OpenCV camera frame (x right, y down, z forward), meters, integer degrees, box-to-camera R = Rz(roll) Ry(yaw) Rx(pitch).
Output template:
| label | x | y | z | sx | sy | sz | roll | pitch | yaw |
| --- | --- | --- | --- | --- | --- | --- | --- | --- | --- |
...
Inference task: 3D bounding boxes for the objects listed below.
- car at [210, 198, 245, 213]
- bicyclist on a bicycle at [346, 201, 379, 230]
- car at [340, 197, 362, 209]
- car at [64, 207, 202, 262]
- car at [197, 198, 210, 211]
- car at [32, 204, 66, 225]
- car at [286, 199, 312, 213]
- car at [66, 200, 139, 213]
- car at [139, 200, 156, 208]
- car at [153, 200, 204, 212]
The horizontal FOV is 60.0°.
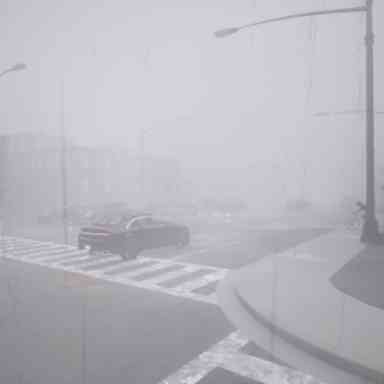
| label | x | y | z | sx | sy | sz | roll | pitch | yaw |
| --- | --- | --- | --- | --- | --- | --- | --- | --- | --- |
| car | 4.587 | 1.488 | 40.015 | 2.097 | 1.767 | 4.553 | 0 | 0 | 36 |
| bicyclist on a bicycle | 9.334 | 1.326 | 18.302 | 1.656 | 1.620 | 0.582 | -1 | 0 | 35 |
| car | 22.306 | 1.425 | 46.548 | 2.097 | 1.767 | 4.553 | 0 | 0 | 36 |
| car | -1.961 | 1.551 | 12.604 | 2.128 | 1.511 | 4.902 | -1 | 0 | 34 |
| car | 1.400 | 1.510 | 41.578 | 2.097 | 1.767 | 4.553 | 0 | 0 | 36 |
| car | -9.819 | 1.644 | 25.849 | 2.128 | 1.511 | 4.902 | 0 | 0 | 36 |
| car | 12.525 | 1.582 | 38.796 | 2.128 | 1.511 | 4.902 | 0 | 0 | 35 |
| car | -6.488 | 1.482 | 24.494 | 2.097 | 1.767 | 4.553 | 0 | 0 | 35 |
| car | -4.277 | 1.633 | 33.631 | 1.882 | 1.535 | 5.008 | 0 | 0 | 35 |
| car | -1.211 | 1.734 | 31.904 | 1.895 | 1.301 | 4.718 | 0 | 0 | 36 |
